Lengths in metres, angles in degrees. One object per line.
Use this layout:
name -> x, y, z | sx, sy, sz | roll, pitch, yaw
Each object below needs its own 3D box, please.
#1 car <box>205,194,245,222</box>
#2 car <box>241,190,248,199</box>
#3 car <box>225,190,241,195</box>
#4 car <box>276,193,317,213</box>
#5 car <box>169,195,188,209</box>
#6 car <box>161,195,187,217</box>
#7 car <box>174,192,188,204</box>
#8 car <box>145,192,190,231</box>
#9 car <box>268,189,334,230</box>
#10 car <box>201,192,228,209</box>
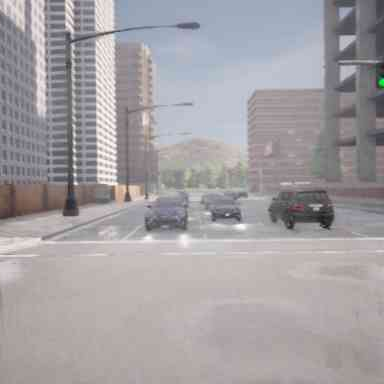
car -> 2.136, 1.107, 22.647 | 1.837, 1.490, 4.892 | -1, 1, 0
car -> 8.961, 0.420, 60.415 | 1.837, 1.490, 4.892 | -1, 1, 0
car -> 5.633, 0.611, 50.050 | 2.128, 1.511, 4.902 | -1, 1, 0
car -> 9.269, 0.898, 30.049 | 2.128, 1.511, 4.902 | -1, 1, 0
car -> -1.404, 1.014, 36.554 | 1.895, 1.301, 4.718 | -1, 1, 0
car -> -1.396, 1.070, 27.211 | 1.837, 1.490, 4.892 | -1, 1, 0
car -> -1.447, 0.750, 46.872 | 1.837, 1.490, 4.892 | -1, 1, 0
car -> -1.327, 1.061, 18.308 | 2.097, 1.767, 4.553 | -1, 1, -1
car -> 5.859, 0.853, 18.470 | 2.150, 2.045, 5.566 | -1, 1, -1
car -> 2.094, 0.955, 32.026 | 1.837, 1.490, 4.892 | -1, 1, 0
